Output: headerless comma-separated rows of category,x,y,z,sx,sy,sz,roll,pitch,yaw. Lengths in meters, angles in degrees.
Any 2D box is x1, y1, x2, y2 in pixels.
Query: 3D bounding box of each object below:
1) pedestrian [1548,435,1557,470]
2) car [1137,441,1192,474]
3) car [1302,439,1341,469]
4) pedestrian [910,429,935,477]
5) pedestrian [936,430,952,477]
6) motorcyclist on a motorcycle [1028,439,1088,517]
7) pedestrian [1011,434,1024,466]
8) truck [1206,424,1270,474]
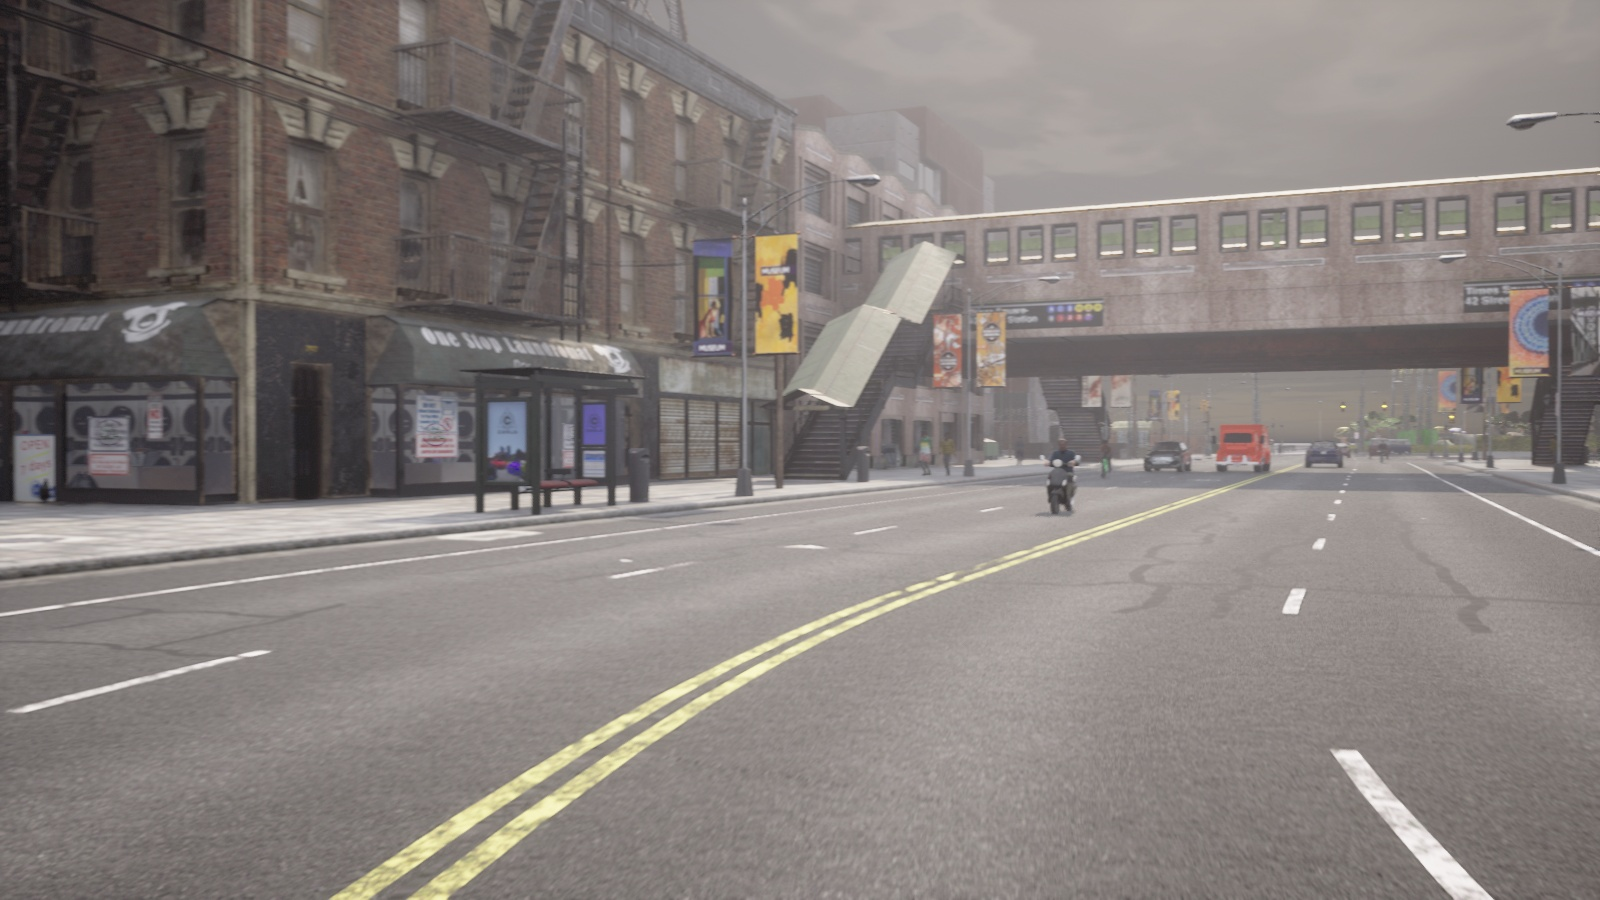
pedestrian,39.380,0.116,65.721,0.370,1.835,0.726,0,0,26
car,19.011,0.347,65.355,2.033,1.649,4.856,0,0,25
car,32.427,0.232,78.068,2.097,1.767,4.553,0,0,24
pedestrian,5.002,0.124,51.168,0.659,1.952,0.873,0,0,38
pedestrian,5.765,0.131,50.208,0.431,1.840,0.709,0,0,22
motorcyclist on a motorcycle,5.484,0.561,26.593,0.866,1.590,1.817,0,0,24
pedestrian,12.744,0.013,73.711,0.540,1.848,0.694,0,0,29
truck,22.802,-0.061,65.220,2.627,2.467,5.204,0,0,25
